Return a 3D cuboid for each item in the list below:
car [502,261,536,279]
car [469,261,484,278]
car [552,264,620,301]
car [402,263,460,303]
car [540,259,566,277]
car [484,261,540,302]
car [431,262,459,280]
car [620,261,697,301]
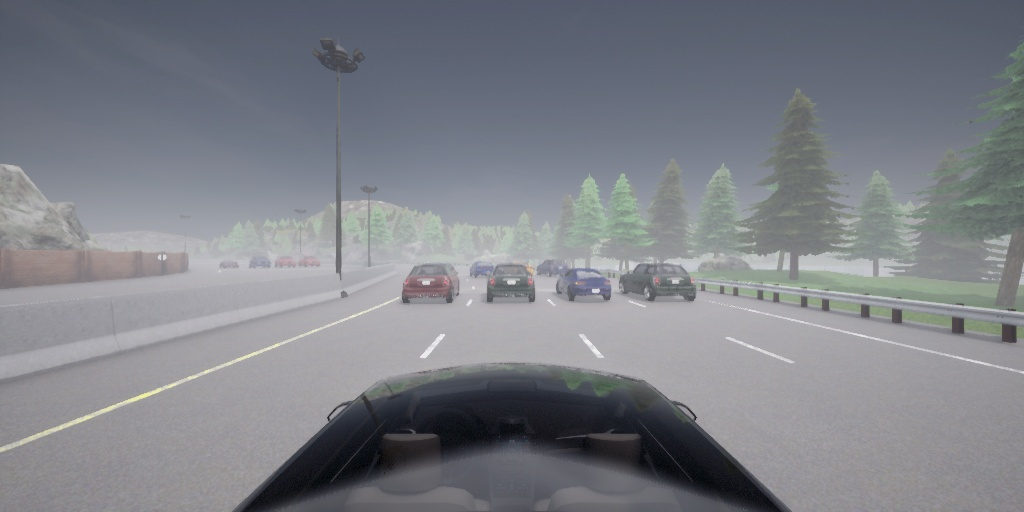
[{"bbox_3d":[0.570,1.235,34.441,1.882,1.535,5.008,0,0,-15],"label":"car"},{"bbox_3d":[-2.812,1.235,33.538,1.882,1.535,5.008,0,0,-15],"label":"car"},{"bbox_3d":[3.349,1.283,17.221,1.812,1.442,4.674,0,0,-3],"label":"car"},{"bbox_3d":[-3.637,1.116,16.777,2.097,1.767,4.553,0,0,-3],"label":"car"},{"bbox_3d":[3.959,1.116,35.316,2.097,1.767,4.553,0,0,-15],"label":"car"},{"bbox_3d":[-0.143,1.116,16.984,2.097,1.767,4.553,0,0,-3],"label":"car"},{"bbox_3d":[-6.193,1.313,32.635,2.033,1.411,5.357,0,0,-15],"label":"car"},{"bbox_3d":[6.845,1.116,17.397,2.097,1.767,4.553,0,0,-3],"label":"car"}]
